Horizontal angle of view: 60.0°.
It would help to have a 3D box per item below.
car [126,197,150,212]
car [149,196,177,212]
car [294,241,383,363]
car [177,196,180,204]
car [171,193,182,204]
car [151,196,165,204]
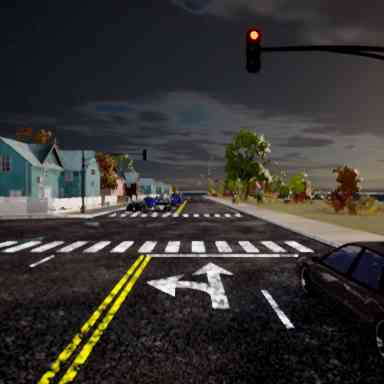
[{"bbox_3d":[-6.542,1.609,39.762,1.895,1.301,4.718,0,0,0],"label":"car"},{"bbox_3d":[-3.294,1.499,38.674,2.128,1.511,4.902,0,0,0],"label":"car"},{"bbox_3d":[3.360,1.545,5.543,2.033,1.411,5.357,0,0,0],"label":"car"},{"bbox_3d":[-3.269,1.619,50.697,1.895,1.301,4.718,0,0,0],"label":"car"},{"bbox_3d":[-3.194,1.260,65.569,2.150,2.045,5.566,0,0,1],"label":"car"},{"bbox_3d":[-6.460,1.524,63.921,2.128,1.511,4.902,0,0,1],"label":"car"}]
